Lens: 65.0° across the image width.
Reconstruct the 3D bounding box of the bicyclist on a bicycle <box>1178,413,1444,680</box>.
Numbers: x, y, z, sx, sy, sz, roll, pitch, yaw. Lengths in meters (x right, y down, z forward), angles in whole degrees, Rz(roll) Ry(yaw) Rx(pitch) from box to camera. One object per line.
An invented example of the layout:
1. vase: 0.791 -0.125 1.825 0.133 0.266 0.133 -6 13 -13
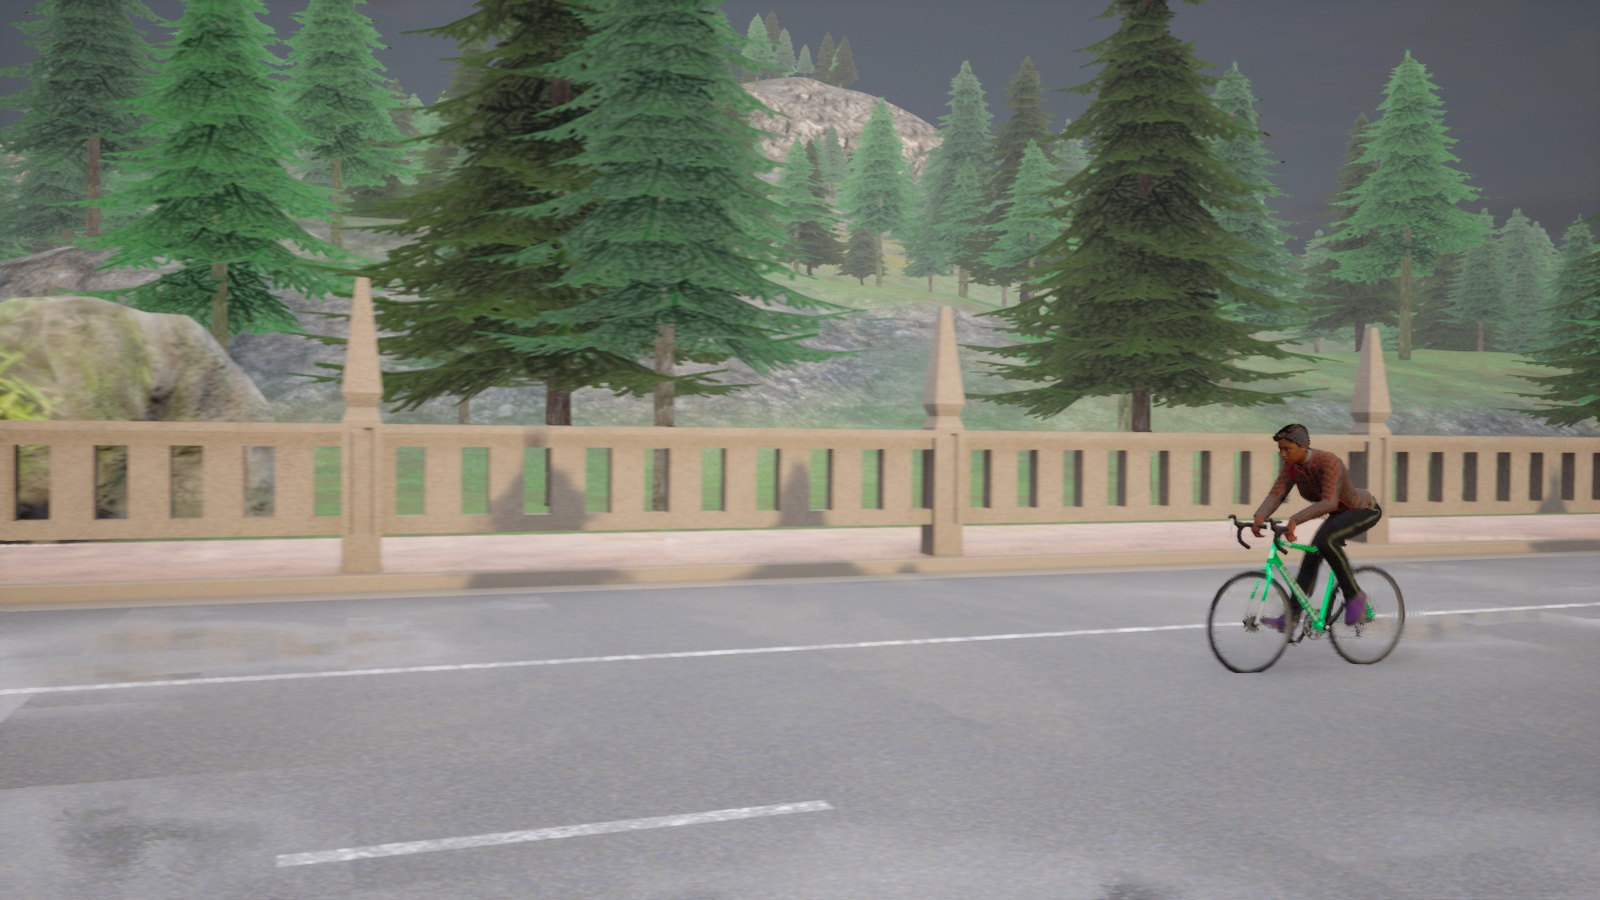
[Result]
1. bicyclist on a bicycle: 3.365 0.580 8.261 1.656 1.620 0.582 -1 1 -21
